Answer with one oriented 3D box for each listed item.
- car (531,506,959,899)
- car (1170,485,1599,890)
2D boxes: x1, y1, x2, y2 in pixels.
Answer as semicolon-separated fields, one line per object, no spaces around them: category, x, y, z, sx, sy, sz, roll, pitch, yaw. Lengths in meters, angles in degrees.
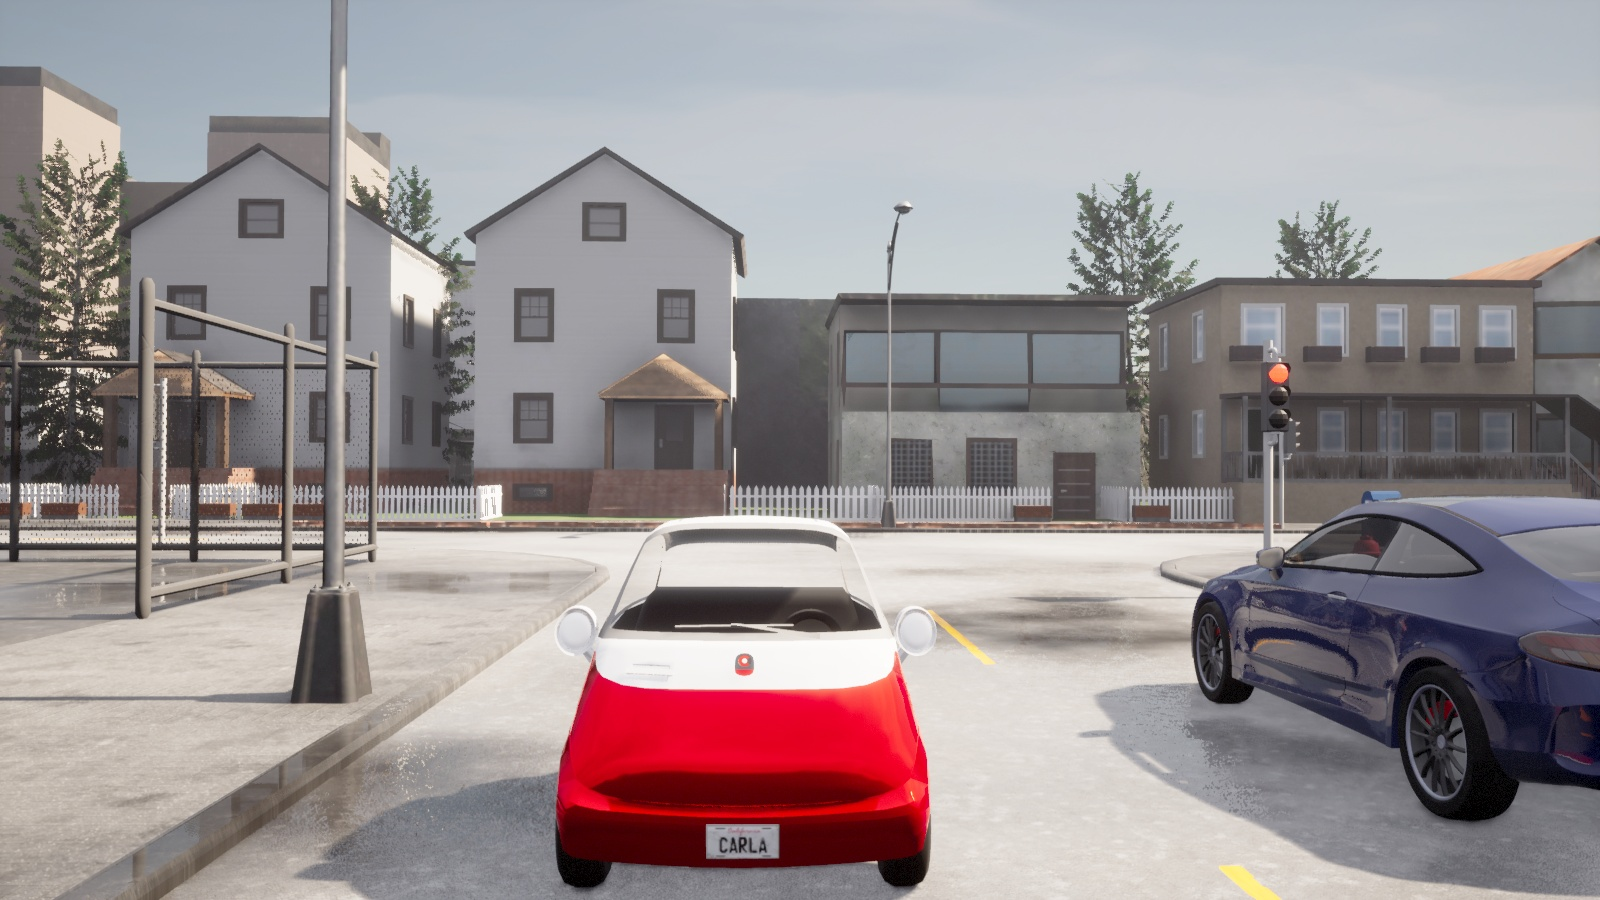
car;-0.215;0.962;5.460;1.481;1.376;2.207;0;-1;-1
car;3.741;0.943;7.022;1.812;1.442;4.674;0;-1;-2
